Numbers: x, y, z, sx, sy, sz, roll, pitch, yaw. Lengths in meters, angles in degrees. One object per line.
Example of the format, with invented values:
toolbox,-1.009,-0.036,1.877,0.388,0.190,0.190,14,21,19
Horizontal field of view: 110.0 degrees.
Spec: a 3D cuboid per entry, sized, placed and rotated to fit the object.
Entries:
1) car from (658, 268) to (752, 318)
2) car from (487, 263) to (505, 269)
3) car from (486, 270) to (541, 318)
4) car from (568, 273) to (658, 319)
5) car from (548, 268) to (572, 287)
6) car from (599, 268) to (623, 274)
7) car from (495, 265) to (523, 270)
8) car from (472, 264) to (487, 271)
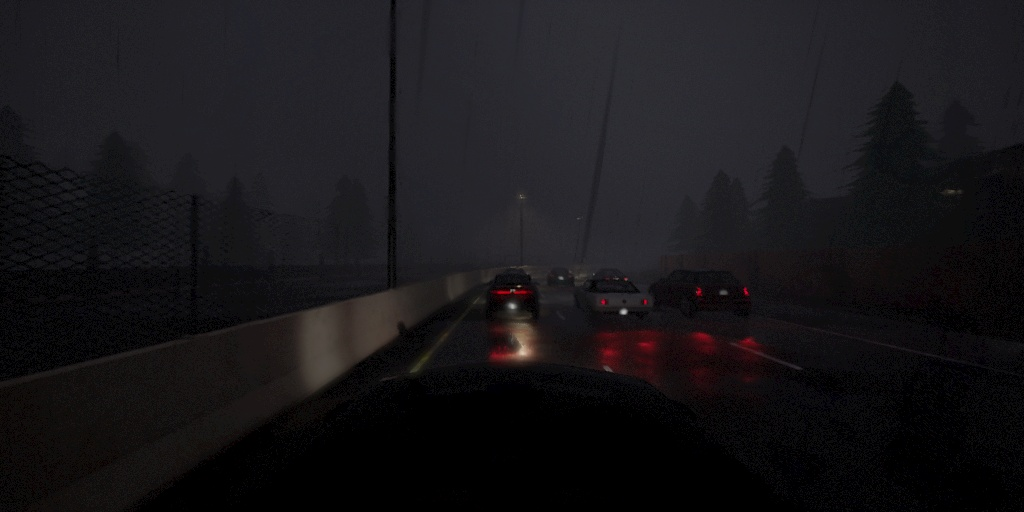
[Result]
car,7.044,1.264,14.025,2.097,1.767,4.553,0,-1,0
car,-1.885,2.065,63.925,2.128,1.511,4.902,0,-1,23
car,0.043,1.411,13.735,1.837,1.490,4.892,0,-2,0
car,3.539,1.507,13.530,1.895,1.301,4.718,0,-1,0
car,3.893,1.673,28.809,1.994,1.385,4.181,0,-1,5
car,7.199,1.627,26.658,2.033,1.411,5.357,0,-1,4
car,0.199,1.630,26.867,2.033,1.411,5.357,0,-1,4
car,-5.271,2.134,65.046,2.033,1.411,5.357,0,-1,23
